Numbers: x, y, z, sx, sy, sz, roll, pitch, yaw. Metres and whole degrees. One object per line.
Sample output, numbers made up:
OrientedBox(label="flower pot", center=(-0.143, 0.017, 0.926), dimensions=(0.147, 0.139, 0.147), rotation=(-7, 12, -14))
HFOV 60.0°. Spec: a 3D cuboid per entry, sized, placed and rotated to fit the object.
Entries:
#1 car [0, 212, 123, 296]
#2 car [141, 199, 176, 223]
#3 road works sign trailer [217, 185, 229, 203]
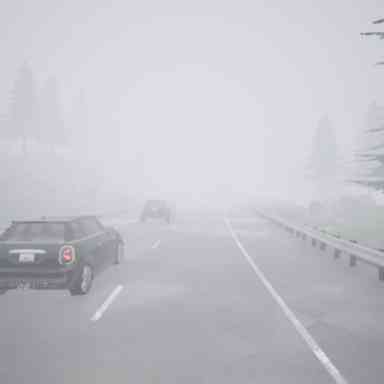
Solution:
OrientedBox(label="car", center=(-3.266, 1.332, 8.799), dimensions=(2.097, 1.767, 4.553), rotation=(0, 0, 1))
OrientedBox(label="car", center=(-2.473, 1.299, 25.383), dimensions=(2.097, 1.767, 4.553), rotation=(0, 0, 4))
OrientedBox(label="road works sign trailer", center=(6.231, 0.332, 65.737), dimensions=(2.380, 3.560, 2.880), rotation=(0, 0, 12))
